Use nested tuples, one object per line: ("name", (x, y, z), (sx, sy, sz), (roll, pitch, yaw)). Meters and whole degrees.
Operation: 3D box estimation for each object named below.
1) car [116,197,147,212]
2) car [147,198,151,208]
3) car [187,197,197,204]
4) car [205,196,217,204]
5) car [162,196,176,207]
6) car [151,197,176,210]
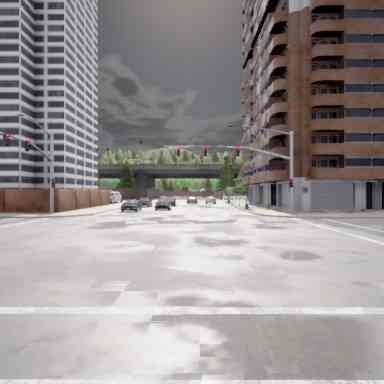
("car", (-7.085, 1.547, 39.458), (2.033, 1.411, 5.357), (0, 0, 0))
("car", (-7.071, 1.547, 49.811), (2.033, 1.411, 5.357), (0, 0, 0))
("car", (0.023, 1.564, 63.186), (1.994, 1.385, 4.181), (0, 0, 0))
("car", (3.523, 1.525, 63.187), (1.812, 1.442, 4.674), (0, 0, 0))
("car", (-3.560, 1.477, 52.604), (1.882, 1.535, 5.008), (0, 0, 0))
("car", (-3.583, 1.547, 42.327), (2.033, 1.411, 5.357), (0, 0, 0))
